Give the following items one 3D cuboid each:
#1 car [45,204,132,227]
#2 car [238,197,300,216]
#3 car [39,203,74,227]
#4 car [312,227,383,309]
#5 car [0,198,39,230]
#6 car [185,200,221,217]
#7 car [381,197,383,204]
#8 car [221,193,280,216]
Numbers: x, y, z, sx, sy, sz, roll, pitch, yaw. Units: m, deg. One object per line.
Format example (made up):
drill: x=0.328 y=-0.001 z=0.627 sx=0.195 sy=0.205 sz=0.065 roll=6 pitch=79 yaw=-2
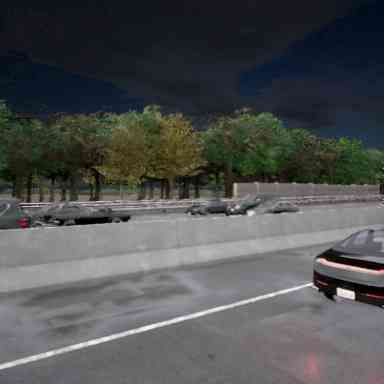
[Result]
car: x=-6.322 y=1.590 z=20.842 sx=4.718 sy=1.301 sz=1.895 roll=0 pitch=0 yaw=-35
car: x=6.295 y=1.426 z=25.629 sx=4.902 sy=1.511 sz=2.128 roll=0 pitch=0 yaw=-35
car: x=-9.078 y=1.482 z=22.412 sx=4.902 sy=1.511 sz=2.128 roll=0 pitch=0 yaw=-38
car: x=4.546 y=1.484 z=6.970 sx=4.902 sy=1.511 sz=2.128 roll=0 pitch=0 yaw=-35
car: x=-8.355 y=1.216 z=10.926 sx=5.566 sy=2.045 sz=2.150 roll=0 pitch=0 yaw=-36
car: x=1.905 y=1.485 z=30.969 sx=5.357 sy=1.411 sz=2.033 roll=0 pitch=0 yaw=-37
car: x=31.394 y=1.041 z=51.968 sx=4.902 sy=1.511 sz=2.128 roll=-1 pitch=1 yaw=-35
car: x=5.642 y=1.144 z=29.458 sx=5.566 sy=2.045 sz=2.150 roll=0 pitch=0 yaw=-35
